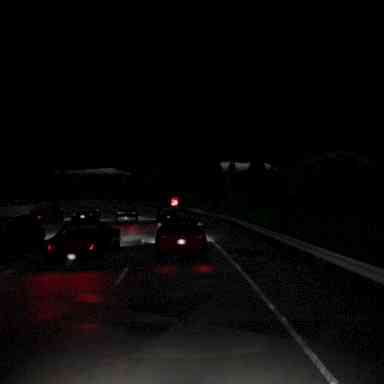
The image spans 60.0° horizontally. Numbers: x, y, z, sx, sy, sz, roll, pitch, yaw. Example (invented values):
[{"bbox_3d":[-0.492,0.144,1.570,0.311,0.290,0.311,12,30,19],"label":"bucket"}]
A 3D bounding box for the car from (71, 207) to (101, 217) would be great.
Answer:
[{"bbox_3d":[-9.131,1.986,28.840,1.994,1.385,4.181,0,-1,-8],"label":"car"}]

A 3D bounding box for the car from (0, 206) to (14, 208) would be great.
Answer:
[{"bbox_3d":[-36.331,2.304,65.207,2.097,1.767,4.553,0,-1,-20],"label":"car"}]

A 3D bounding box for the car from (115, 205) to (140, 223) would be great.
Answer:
[{"bbox_3d":[-5.638,1.909,29.147,2.128,1.511,4.902,0,-1,-8],"label":"car"}]

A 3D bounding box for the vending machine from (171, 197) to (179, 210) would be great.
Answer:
[{"bbox_3d":[-2.962,2.002,57.815,1.100,2.100,0.880,0,-1,-15],"label":"vending machine"}]

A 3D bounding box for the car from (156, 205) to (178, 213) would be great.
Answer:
[{"bbox_3d":[-2.260,1.950,30.248,1.812,1.442,4.674,0,-1,-8],"label":"car"}]

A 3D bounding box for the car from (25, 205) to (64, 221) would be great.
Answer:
[{"bbox_3d":[-12.753,1.915,29.483,1.882,1.535,5.008,0,0,-8],"label":"car"}]

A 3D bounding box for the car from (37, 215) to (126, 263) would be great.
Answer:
[{"bbox_3d":[-3.931,1.787,12.701,1.895,1.301,4.718,0,-1,-4],"label":"car"}]

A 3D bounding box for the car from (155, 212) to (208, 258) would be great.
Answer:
[{"bbox_3d":[-0.497,1.758,13.763,1.994,1.385,4.181,0,-1,-4],"label":"car"}]

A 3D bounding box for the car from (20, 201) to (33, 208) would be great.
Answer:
[{"bbox_3d":[-33.058,2.478,66.445,1.812,1.442,4.674,0,-1,-20],"label":"car"}]

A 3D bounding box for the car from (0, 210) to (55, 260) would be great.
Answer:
[{"bbox_3d":[-7.469,1.692,13.158,2.128,1.511,4.902,0,-1,-4],"label":"car"}]
